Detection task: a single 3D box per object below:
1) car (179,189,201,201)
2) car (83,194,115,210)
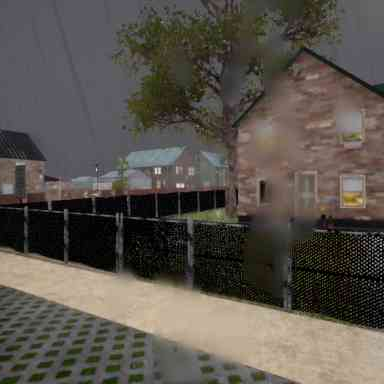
[{"bbox_3d":[-0.101,0.393,37.576,2.033,1.411,5.357,-1,2,35],"label":"car"},{"bbox_3d":[-7.719,0.855,27.014,2.033,1.411,5.357,-1,2,35],"label":"car"}]
